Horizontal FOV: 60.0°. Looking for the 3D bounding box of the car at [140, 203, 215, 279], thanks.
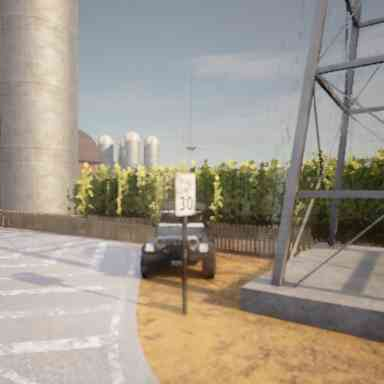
[{"bbox_3d":[-0.308,1.298,9.946,1.905,1.878,3.866,0,0,3],"label":"car"}]
